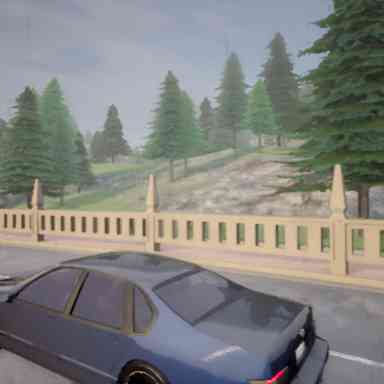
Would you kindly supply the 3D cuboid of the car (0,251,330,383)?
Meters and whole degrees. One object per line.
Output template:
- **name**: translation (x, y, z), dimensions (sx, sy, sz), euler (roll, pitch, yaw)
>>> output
- **car**: translation (-1.074, 1.572, 4.530), dimensions (5.357, 1.411, 2.033), euler (-1, 0, 33)
